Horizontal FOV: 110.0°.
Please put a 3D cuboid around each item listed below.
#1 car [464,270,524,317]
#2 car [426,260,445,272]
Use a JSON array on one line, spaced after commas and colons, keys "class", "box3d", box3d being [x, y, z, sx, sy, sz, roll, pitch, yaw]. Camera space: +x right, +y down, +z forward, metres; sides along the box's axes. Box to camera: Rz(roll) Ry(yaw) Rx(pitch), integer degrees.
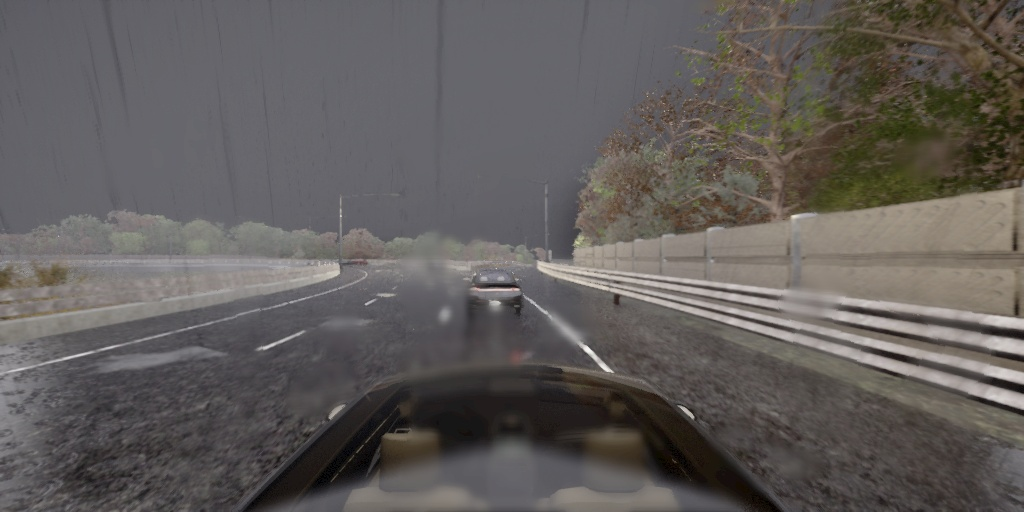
[{"class": "car", "box3d": [-0.724, 1.248, 13.244, 2.128, 1.511, 4.902, 0, 0, -6]}, {"class": "car", "box3d": [-10.300, 1.305, 48.288, 2.128, 1.511, 4.902, 0, 0, -24]}]
